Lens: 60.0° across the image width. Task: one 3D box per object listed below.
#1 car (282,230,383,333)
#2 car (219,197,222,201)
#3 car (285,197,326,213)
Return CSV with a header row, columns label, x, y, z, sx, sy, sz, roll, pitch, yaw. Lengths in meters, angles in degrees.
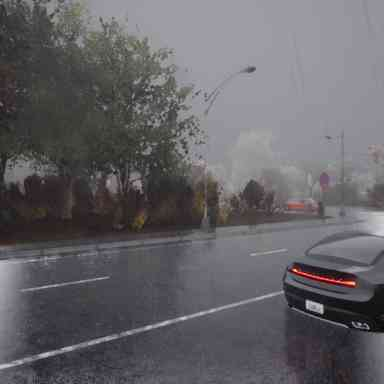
label,x,y,z,sx,sy,sz,roll,pitch,yaw
car,3.838,1.504,6.476,4.892,1.490,1.837,0,0,-35
car,4.499,1.346,69.509,1.994,1.385,4.181,0,1,-33
car,12.510,1.347,36.826,2.097,1.767,4.553,0,0,-32
